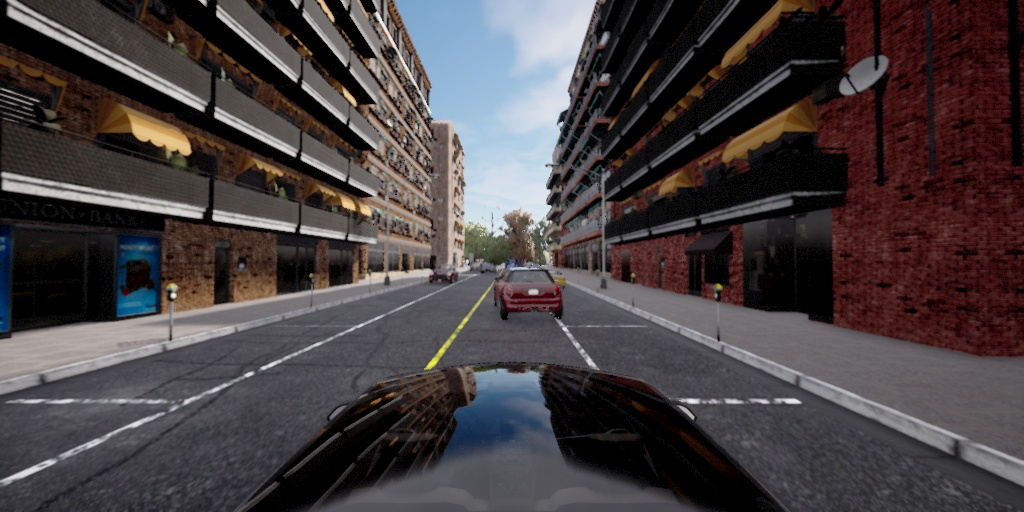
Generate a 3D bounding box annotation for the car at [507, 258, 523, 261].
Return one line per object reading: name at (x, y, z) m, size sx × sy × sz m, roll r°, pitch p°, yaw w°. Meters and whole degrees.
car at (0.079, 1.378, 52.346) m, size 2.150 × 2.045 × 5.566 m, roll 0°, pitch 0°, yaw 0°

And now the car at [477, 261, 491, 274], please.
car at (-3.061, 1.680, 47.253) m, size 1.994 × 1.385 × 4.181 m, roll 0°, pitch -1°, yaw 1°

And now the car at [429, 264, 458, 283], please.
car at (-5.718, 1.417, 30.240) m, size 1.967 × 1.591 × 4.097 m, roll 0°, pitch 0°, yaw 0°

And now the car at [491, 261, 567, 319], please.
car at (0.468, 1.195, 13.559) m, size 2.097 × 1.767 × 4.553 m, roll 0°, pitch 0°, yaw -6°

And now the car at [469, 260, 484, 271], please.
car at (-5.838, 1.753, 58.080) m, size 2.007 × 1.370 × 4.403 m, roll 0°, pitch 0°, yaw 0°
